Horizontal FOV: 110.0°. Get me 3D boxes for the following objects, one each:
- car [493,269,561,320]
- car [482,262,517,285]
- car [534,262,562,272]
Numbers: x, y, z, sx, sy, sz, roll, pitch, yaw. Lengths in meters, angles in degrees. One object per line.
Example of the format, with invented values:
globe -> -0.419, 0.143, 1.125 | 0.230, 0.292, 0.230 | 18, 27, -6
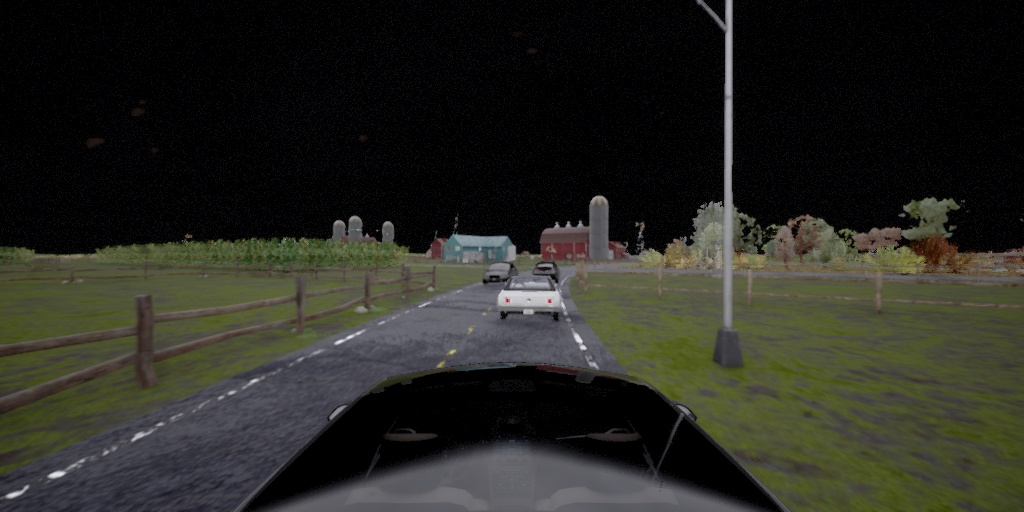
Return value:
car -> 0.658, 1.322, 12.564 | 1.895, 1.301, 4.718 | 0, 0, 4
car -> -0.731, 1.188, 24.927 | 1.837, 1.490, 4.892 | 0, 0, 10
car -> 2.676, 1.195, 27.364 | 1.837, 1.490, 4.892 | 0, 0, 10
